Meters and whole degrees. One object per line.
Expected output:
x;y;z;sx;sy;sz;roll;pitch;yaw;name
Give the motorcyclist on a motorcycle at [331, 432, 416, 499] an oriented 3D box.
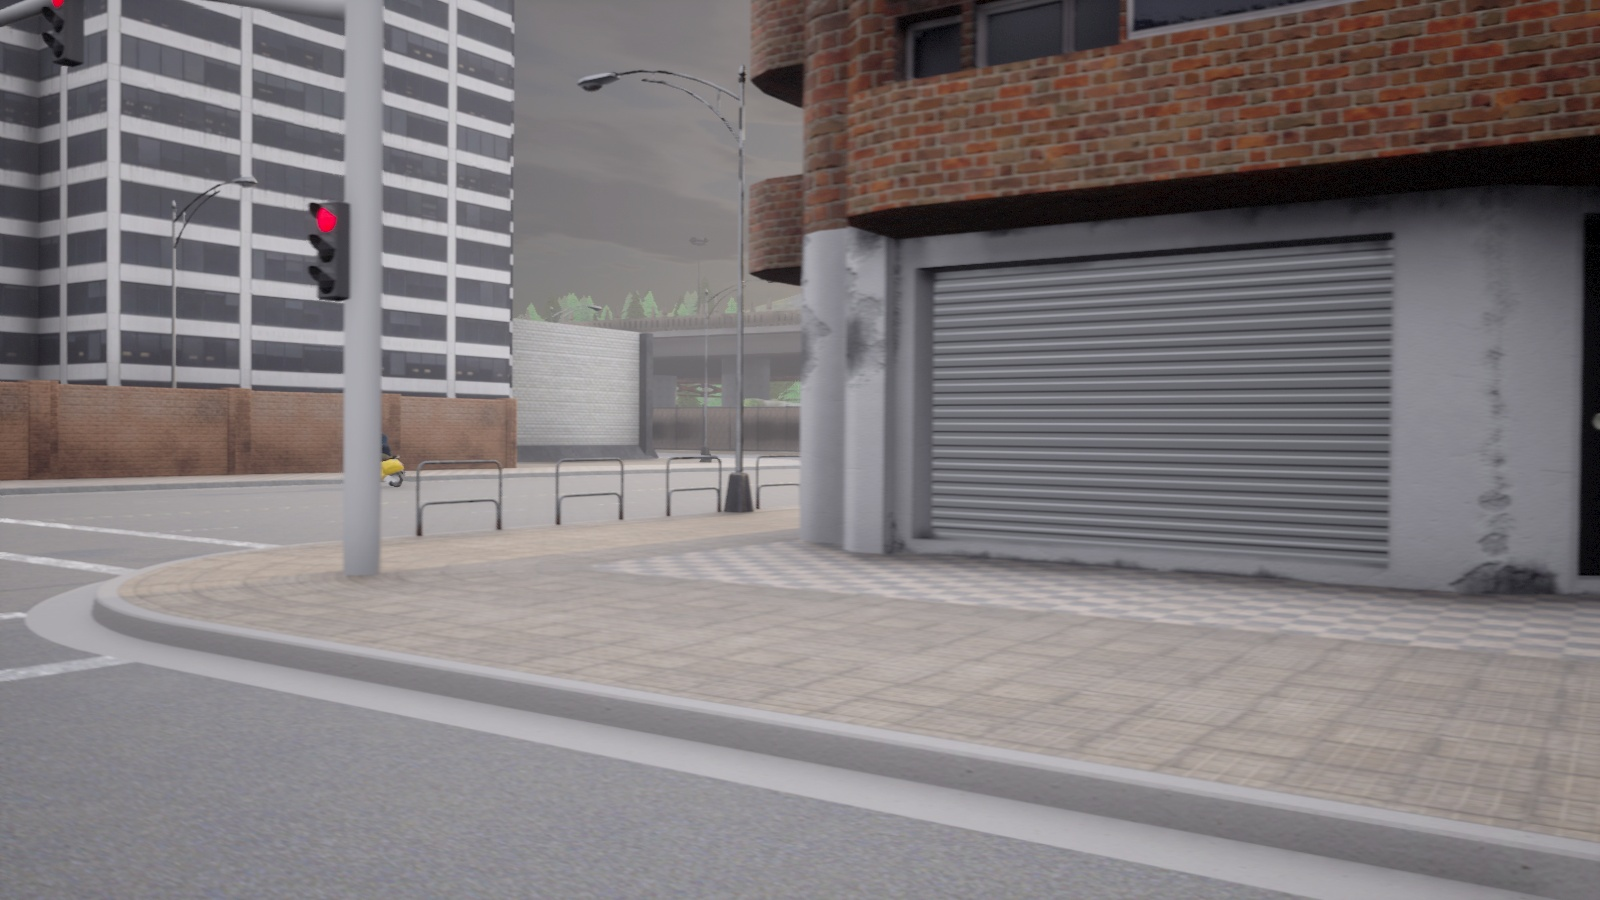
-10.516;0.357;31.040;0.866;1.590;1.817;0;1;33;motorcyclist on a motorcycle
